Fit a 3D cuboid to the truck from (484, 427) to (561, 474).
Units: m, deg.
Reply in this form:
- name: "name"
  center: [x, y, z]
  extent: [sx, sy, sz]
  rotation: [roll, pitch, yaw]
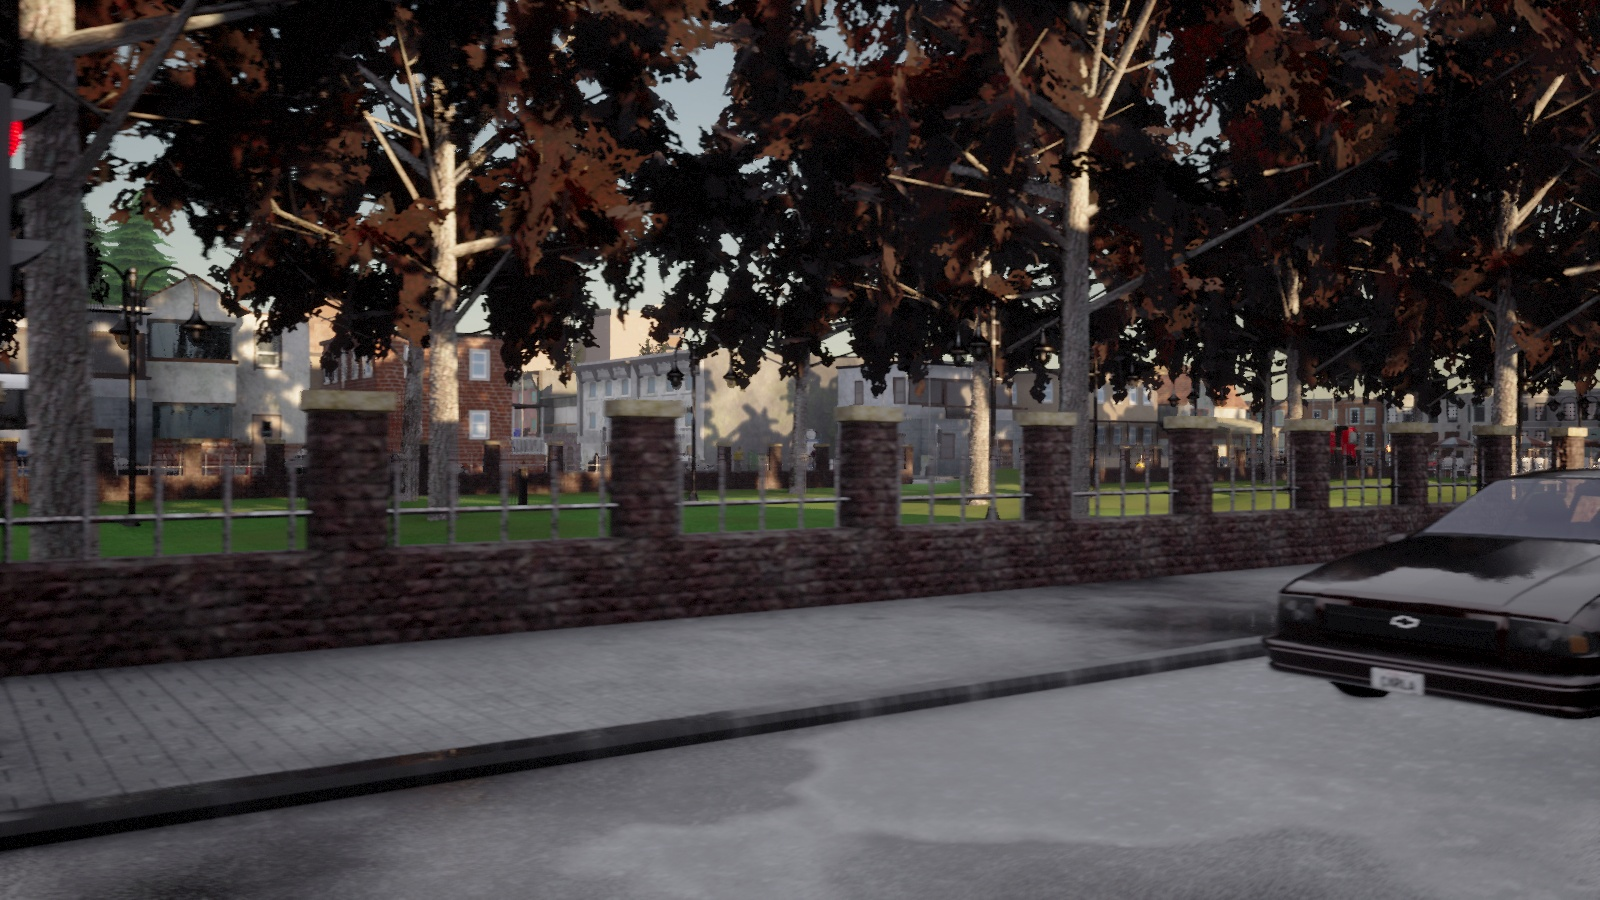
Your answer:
- name: "truck"
  center: [-21.231, 0.051, 95.834]
  extent: [2.891, 3.462, 7.936]
  rotation: [0, 0, -35]

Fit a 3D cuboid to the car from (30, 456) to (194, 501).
- name: "car"
  center: [-23.521, 0.930, 43.029]
  extent: [4.674, 1.442, 1.812]
  rotation: [0, 0, -39]

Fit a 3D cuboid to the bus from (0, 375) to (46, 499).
- name: "bus"
  center: [-31.583, -0.456, 42.468]
  extent: [10.273, 4.253, 3.944]
  rotation: [0, 1, -34]

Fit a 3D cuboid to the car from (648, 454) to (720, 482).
- name: "car"
  center: [-6.313, 0.956, 67.944]
  extent: [1.812, 1.442, 4.674]
  rotation: [0, 0, -35]

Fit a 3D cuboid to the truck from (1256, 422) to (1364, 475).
- name: "truck"
  center: [34.315, -0.098, 84.375]
  extent: [7.936, 3.462, 2.891]
  rotation: [0, 0, -35]

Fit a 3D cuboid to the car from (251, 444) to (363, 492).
- name: "car"
  center: [-19.863, 0.712, 50.671]
  extent: [3.866, 1.878, 1.905]
  rotation: [0, 0, -35]

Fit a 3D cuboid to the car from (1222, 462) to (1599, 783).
- name: "car"
  center: [5.245, 0.801, 8.031]
  extent: [5.357, 1.411, 2.033]
  rotation: [0, 0, -35]
